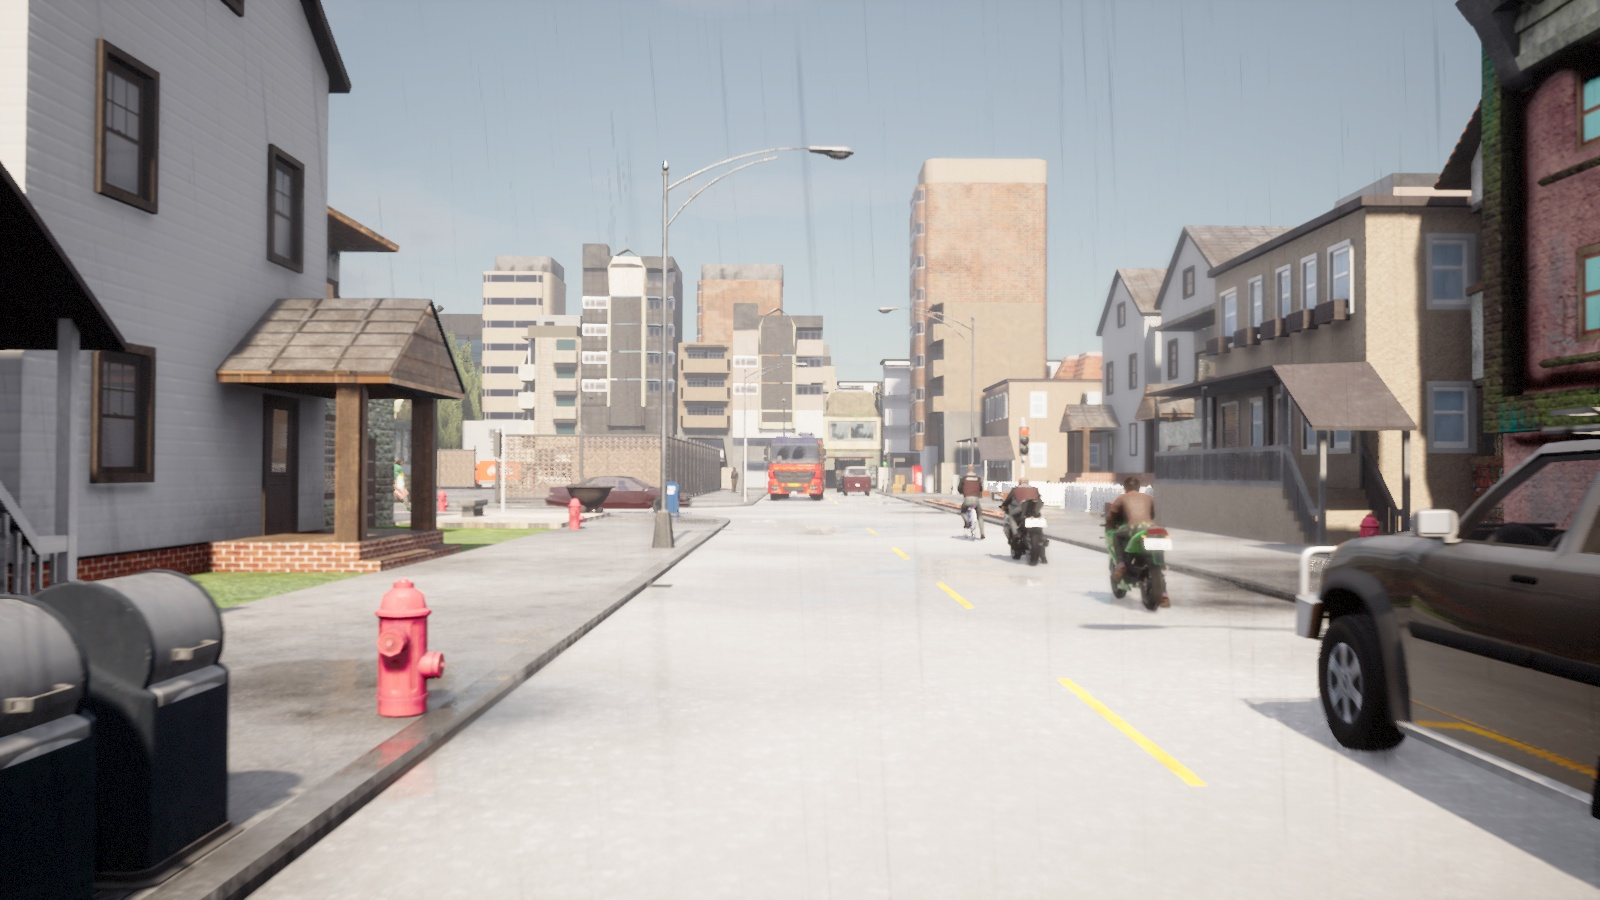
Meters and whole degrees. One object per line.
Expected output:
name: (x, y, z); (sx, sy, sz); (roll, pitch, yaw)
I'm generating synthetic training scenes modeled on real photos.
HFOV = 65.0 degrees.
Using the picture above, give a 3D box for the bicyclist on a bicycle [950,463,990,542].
bicyclist on a bicycle: (3.937, 1.185, 29.147); (0.659, 1.776, 1.843); (0, -1, -1)

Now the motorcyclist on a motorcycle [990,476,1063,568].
motorcyclist on a motorcycle: (3.942, 1.225, 22.057); (0.866, 1.530, 2.191); (0, -1, 0)

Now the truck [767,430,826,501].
truck: (-0.112, 0.917, 71.660); (2.891, 3.827, 8.468); (0, -1, 3)

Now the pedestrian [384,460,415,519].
pedestrian: (-13.541, 1.324, 42.467); (0.873, 1.952, 0.659); (0, -1, -28)

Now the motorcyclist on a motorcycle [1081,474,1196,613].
motorcyclist on a motorcycle: (3.960, 1.045, 14.865); (0.797, 1.523, 2.044); (0, -1, 0)

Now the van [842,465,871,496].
van: (3.781, 2.045, 84.486); (1.775, 1.987, 4.442); (0, -1, 0)

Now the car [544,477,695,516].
car: (-6.664, 1.717, 46.815); (5.357, 1.411, 2.033); (0, -1, 0)

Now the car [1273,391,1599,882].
car: (3.983, 0.717, 5.663); (1.932, 1.855, 4.605); (0, -1, 0)
